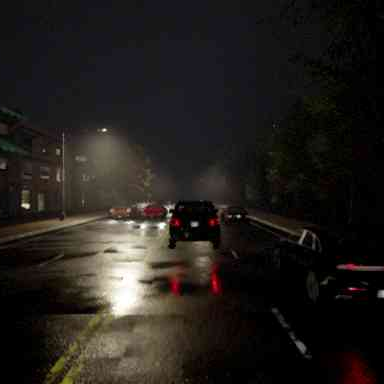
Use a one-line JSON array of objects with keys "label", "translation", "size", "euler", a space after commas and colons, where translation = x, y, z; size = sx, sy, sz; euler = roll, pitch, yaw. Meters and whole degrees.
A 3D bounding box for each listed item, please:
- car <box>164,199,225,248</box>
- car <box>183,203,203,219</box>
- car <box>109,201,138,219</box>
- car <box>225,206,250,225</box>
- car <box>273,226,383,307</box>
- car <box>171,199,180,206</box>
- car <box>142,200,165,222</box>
[{"label": "car", "translation": [0.104, 1.390, 15.700], "size": [2.150, 2.045, 5.566], "euler": [0, -1, 0]}, {"label": "car", "translation": [0.108, 1.864, 33.812], "size": [1.837, 1.490, 4.892], "euler": [0, -1, 0]}, {"label": "car", "translation": [-6.587, 1.697, 32.475], "size": [2.097, 1.767, 4.553], "euler": [0, -1, 0]}, {"label": "car", "translation": [3.358, 1.829, 26.418], "size": [2.033, 1.411, 5.357], "euler": [0, -1, 0]}, {"label": "car", "translation": [3.352, 1.579, 8.173], "size": [2.128, 1.511, 4.902], "euler": [0, -1, 0]}, {"label": "car", "translation": [-3.479, 2.188, 70.844], "size": [1.882, 1.535, 5.008], "euler": [0, -1, -1]}, {"label": "car", "translation": [-3.341, 1.797, 30.038], "size": [1.882, 1.535, 5.008], "euler": [0, -1, 0]}]
